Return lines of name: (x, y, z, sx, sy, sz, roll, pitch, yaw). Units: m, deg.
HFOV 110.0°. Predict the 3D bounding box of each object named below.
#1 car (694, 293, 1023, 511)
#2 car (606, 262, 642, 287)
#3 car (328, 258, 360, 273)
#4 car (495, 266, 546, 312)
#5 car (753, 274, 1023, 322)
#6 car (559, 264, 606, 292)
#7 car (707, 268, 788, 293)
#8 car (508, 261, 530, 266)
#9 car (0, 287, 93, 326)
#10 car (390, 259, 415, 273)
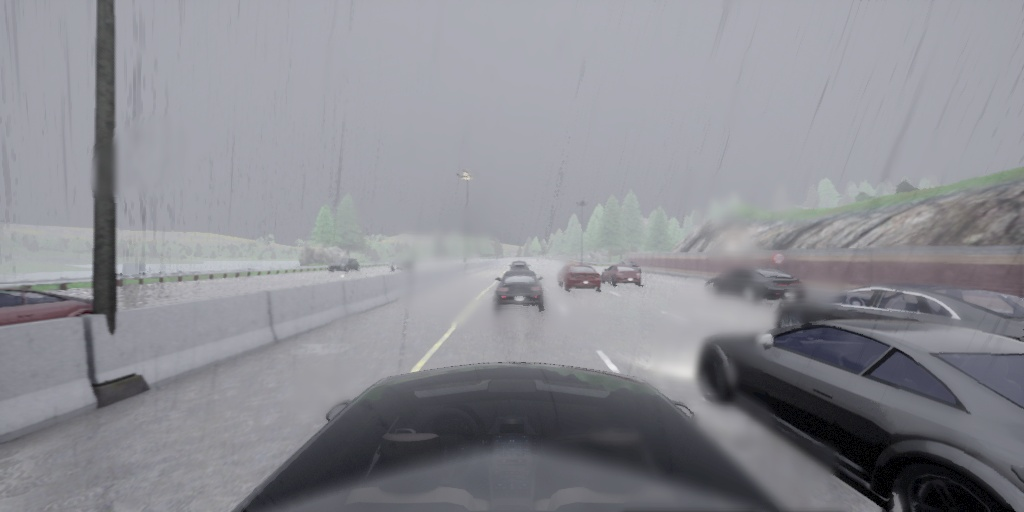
car: (3.682, 1.325, 3.617, 1.994, 1.385, 4.181, 0, 0, 0)
car: (7.502, 1.303, 24.886, 1.812, 1.442, 4.674, 0, 0, 1)
car: (-20.243, 1.053, 43.339, 2.097, 1.767, 4.553, 0, 0, 1)
car: (0.317, 1.280, 14.250, 1.812, 1.442, 4.674, 0, 0, 1)
car: (7.201, 1.263, 6.599, 2.128, 1.511, 4.902, 0, 0, 1)
car: (3.948, 1.244, 21.407, 1.882, 1.535, 5.008, 0, 0, 1)
car: (10.857, 1.289, 16.337, 1.837, 1.490, 4.892, 0, 0, 1)
car: (0.729, 1.265, 36.158, 1.837, 1.490, 4.892, 0, 0, 1)
car: (-10.530, 1.285, 6.655, 1.994, 1.385, 4.181, 0, 0, 1)
car: (-13.229, 1.163, 43.654, 2.128, 1.511, 4.902, 0, 0, 1)
